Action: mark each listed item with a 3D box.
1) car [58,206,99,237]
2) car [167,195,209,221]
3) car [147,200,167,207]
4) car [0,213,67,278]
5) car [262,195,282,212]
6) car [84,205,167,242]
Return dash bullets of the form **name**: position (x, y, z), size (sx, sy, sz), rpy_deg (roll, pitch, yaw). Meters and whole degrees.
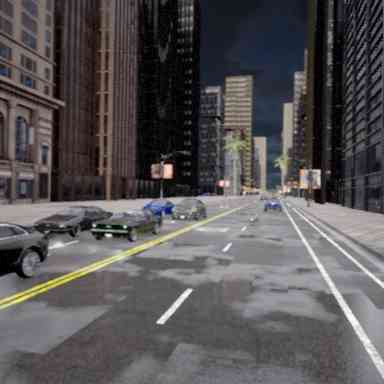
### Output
- **car**: position (-5.982, 1.448, 17.766), size (2.033, 1.411, 5.357), rpy_deg (1, 0, 14)
- **car**: position (-0.162, 1.347, 27.552), size (2.097, 1.767, 4.553), rpy_deg (1, 0, 14)
- **car**: position (-2.893, 1.429, 30.011), size (1.882, 1.535, 5.008), rpy_deg (1, 0, 14)
- **car**: position (-5.257, 1.406, 7.280), size (2.128, 1.511, 4.902), rpy_deg (1, 0, 14)
- **car**: position (10.449, 1.520, 42.805), size (2.097, 1.767, 4.553), rpy_deg (1, 0, 14)
- **car**: position (-3.008, 1.549, 16.273), size (1.895, 1.301, 4.718), rpy_deg (1, 0, 14)
